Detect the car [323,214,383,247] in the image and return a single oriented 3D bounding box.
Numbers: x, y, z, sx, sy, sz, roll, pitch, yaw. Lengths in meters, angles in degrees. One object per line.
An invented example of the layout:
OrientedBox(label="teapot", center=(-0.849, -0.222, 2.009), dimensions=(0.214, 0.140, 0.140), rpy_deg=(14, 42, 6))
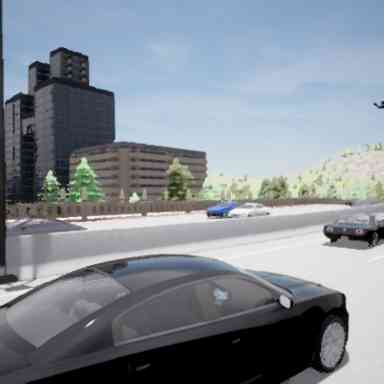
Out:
OrientedBox(label="car", center=(7.996, 1.658, 15.510), dimensions=(4.718, 1.301, 1.895), rpy_deg=(0, 0, -45))

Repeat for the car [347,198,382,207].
OrientedBox(label="car", center=(21.224, 1.720, 40.893), dimensions=(2.033, 1.411, 5.357), rpy_deg=(0, 0, 42))

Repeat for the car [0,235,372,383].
OrientedBox(label="car", center=(-0.083, 1.495, 3.915), dimensions=(5.008, 1.535, 1.882), rpy_deg=(0, 0, -37))

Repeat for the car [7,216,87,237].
OrientedBox(label="car", center=(-6.161, 1.630, 12.710), dimensions=(4.181, 1.385, 1.994), rpy_deg=(0, 0, -38))

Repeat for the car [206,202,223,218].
OrientedBox(label="car", center=(3.366, 1.642, 31.242), dimensions=(1.882, 1.535, 5.008), rpy_deg=(0, 0, 42))

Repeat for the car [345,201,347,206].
OrientedBox(label="car", center=(29.441, 1.841, 60.689), dimensions=(1.994, 1.385, 4.181), rpy_deg=(0, -1, 42))

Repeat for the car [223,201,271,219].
OrientedBox(label="car", center=(4.904, 1.664, 27.725), dimensions=(1.812, 1.442, 4.674), rpy_deg=(0, 0, 42))
